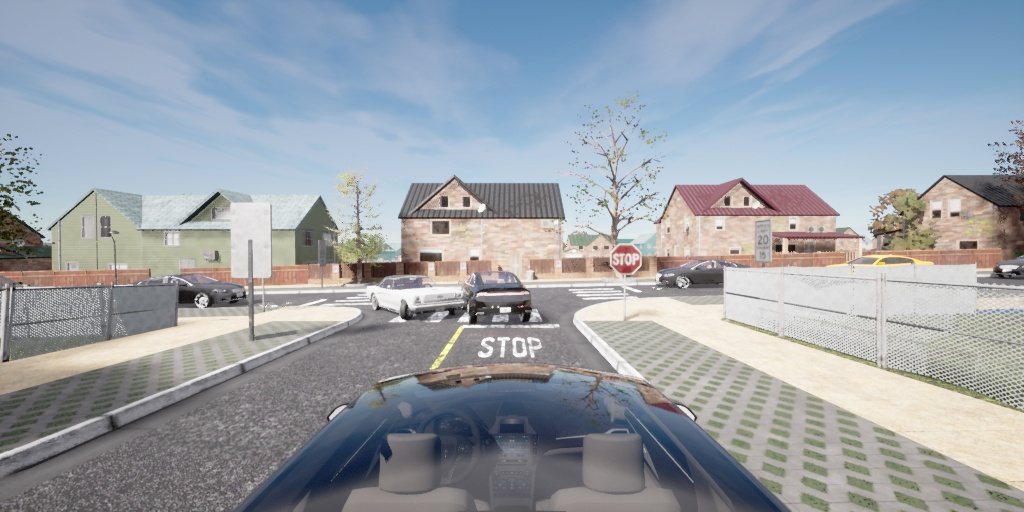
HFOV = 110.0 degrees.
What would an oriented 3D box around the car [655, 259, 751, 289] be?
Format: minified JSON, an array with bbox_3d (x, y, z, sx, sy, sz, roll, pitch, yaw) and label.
[{"bbox_3d":[10.331,0.926,19.437,4.902,1.511,2.128,-1,1,0],"label":"car"}]

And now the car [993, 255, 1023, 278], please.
[{"bbox_3d":[29.386,0.478,19.511,4.902,1.511,2.128,-1,1,0],"label":"car"}]

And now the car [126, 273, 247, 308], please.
[{"bbox_3d":[-14.902,1.566,16.383,4.902,1.511,2.128,-1,1,0],"label":"car"}]

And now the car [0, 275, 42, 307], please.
[{"bbox_3d":[-24.239,1.648,16.342,4.553,1.767,2.097,-1,1,0],"label":"car"}]

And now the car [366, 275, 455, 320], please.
[{"bbox_3d":[-3.602,1.368,12.887,1.895,1.301,4.718,0,0,-38],"label":"car"}]

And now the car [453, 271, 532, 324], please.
[{"bbox_3d":[-0.685,1.242,12.028,2.128,1.511,4.902,0,0,-12],"label":"car"}]

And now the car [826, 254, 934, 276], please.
[{"bbox_3d":[19.761,0.690,19.474,5.008,1.535,1.882,-1,1,-1],"label":"car"}]
